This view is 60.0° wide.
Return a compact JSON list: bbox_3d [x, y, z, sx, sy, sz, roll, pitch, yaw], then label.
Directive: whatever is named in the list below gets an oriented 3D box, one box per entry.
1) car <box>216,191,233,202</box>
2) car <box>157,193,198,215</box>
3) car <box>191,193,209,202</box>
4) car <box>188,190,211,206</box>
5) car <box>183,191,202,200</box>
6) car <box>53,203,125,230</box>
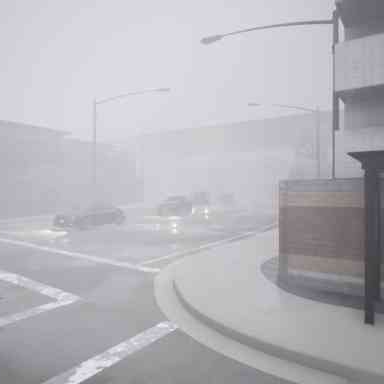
[{"bbox_3d":[4.684,0.637,48.652,2.128,1.511,4.902,0,0,-6],"label":"car"},{"bbox_3d":[-1.334,1.069,28.159,1.812,1.442,4.674,0,1,20],"label":"car"},{"bbox_3d":[1.121,0.749,48.136,1.895,1.301,4.718,0,0,-7],"label":"car"},{"bbox_3d":[0.982,0.657,37.827,2.097,1.767,4.553,0,1,6],"label":"car"},{"bbox_3d":[0.020,0.667,64.039,1.837,1.490,4.892,0,-1,-26],"label":"car"},{"bbox_3d":[-5.862,1.331,19.367,1.994,1.385,4.181,0,1,32],"label":"car"}]
